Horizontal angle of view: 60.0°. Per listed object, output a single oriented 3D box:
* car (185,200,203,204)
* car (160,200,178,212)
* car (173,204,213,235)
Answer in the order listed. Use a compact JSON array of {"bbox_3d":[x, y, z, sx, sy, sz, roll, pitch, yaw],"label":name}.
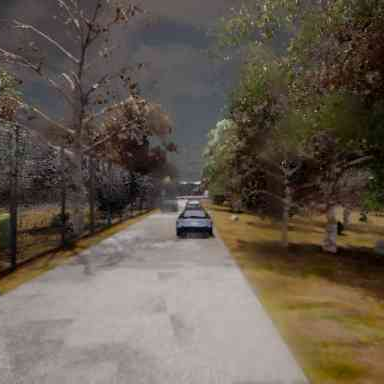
[{"bbox_3d":[0.214,1.559,36.421,1.812,1.442,4.674,0,0,0],"label":"car"},{"bbox_3d":[-2.630,1.637,39.353,1.895,1.301,4.718,0,0,1],"label":"car"},{"bbox_3d":[0.136,1.580,18.853,1.994,1.385,4.181,0,0,0],"label":"car"}]
